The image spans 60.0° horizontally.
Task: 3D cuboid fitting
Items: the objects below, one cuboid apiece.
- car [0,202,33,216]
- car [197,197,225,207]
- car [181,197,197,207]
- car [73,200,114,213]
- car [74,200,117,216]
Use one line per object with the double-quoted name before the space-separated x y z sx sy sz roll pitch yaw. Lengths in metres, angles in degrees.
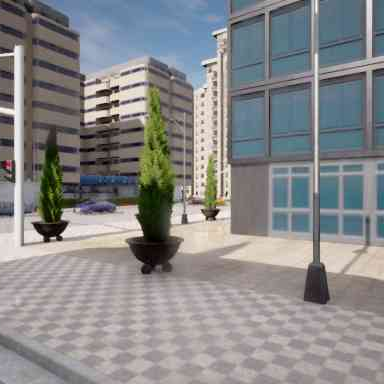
"car" -17.215 1.603 29.784 2.033 1.411 5.357 0 0 35
"car" 3.447 1.533 52.816 1.882 1.535 5.008 0 0 36
"car" 0.109 1.581 54.170 1.812 1.442 4.674 0 0 36
"car" -11.280 1.618 38.169 1.994 1.385 4.181 0 0 35
"car" -9.815 1.581 34.150 1.812 1.442 4.674 0 0 35
